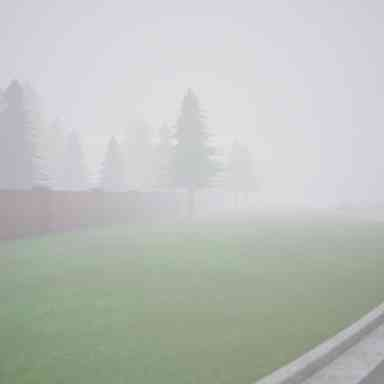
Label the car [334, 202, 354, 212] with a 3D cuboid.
[{"bbox_3d":[22.080,2.142,48.363,1.994,1.385,4.181,0,-1,11],"label":"car"}]
